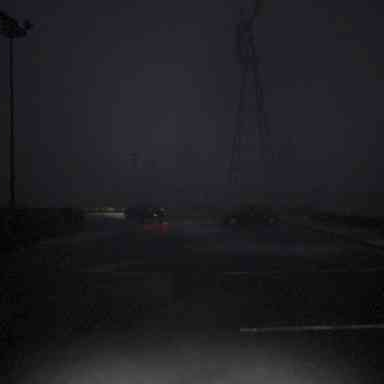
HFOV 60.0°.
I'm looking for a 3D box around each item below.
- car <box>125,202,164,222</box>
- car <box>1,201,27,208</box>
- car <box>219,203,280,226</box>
[{"bbox_3d":[-3.932,1.531,26.789,2.128,1.511,4.902,-1,0,-30],"label":"car"},{"bbox_3d":[-18.095,1.679,33.851,4.902,1.511,2.128,-1,1,44],"label":"car"},{"bbox_3d":[3.776,1.479,22.341,3.905,1.438,1.784,-1,0,-3],"label":"car"}]
